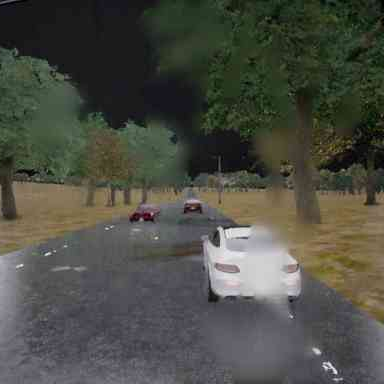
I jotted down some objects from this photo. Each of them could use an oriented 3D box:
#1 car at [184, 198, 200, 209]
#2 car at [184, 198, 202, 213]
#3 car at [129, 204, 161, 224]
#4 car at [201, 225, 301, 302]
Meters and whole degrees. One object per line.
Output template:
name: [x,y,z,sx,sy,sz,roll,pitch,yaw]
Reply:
car: [0.041,1.588,46.813,2.128,1.511,4.902,0,-1,0]
car: [0.114,1.507,36.750,1.882,1.535,5.008,0,0,0]
car: [-3.479,1.619,25.129,1.895,1.301,4.718,0,0,0]
car: [1.232,1.530,8.149,1.812,1.442,4.674,0,0,0]
